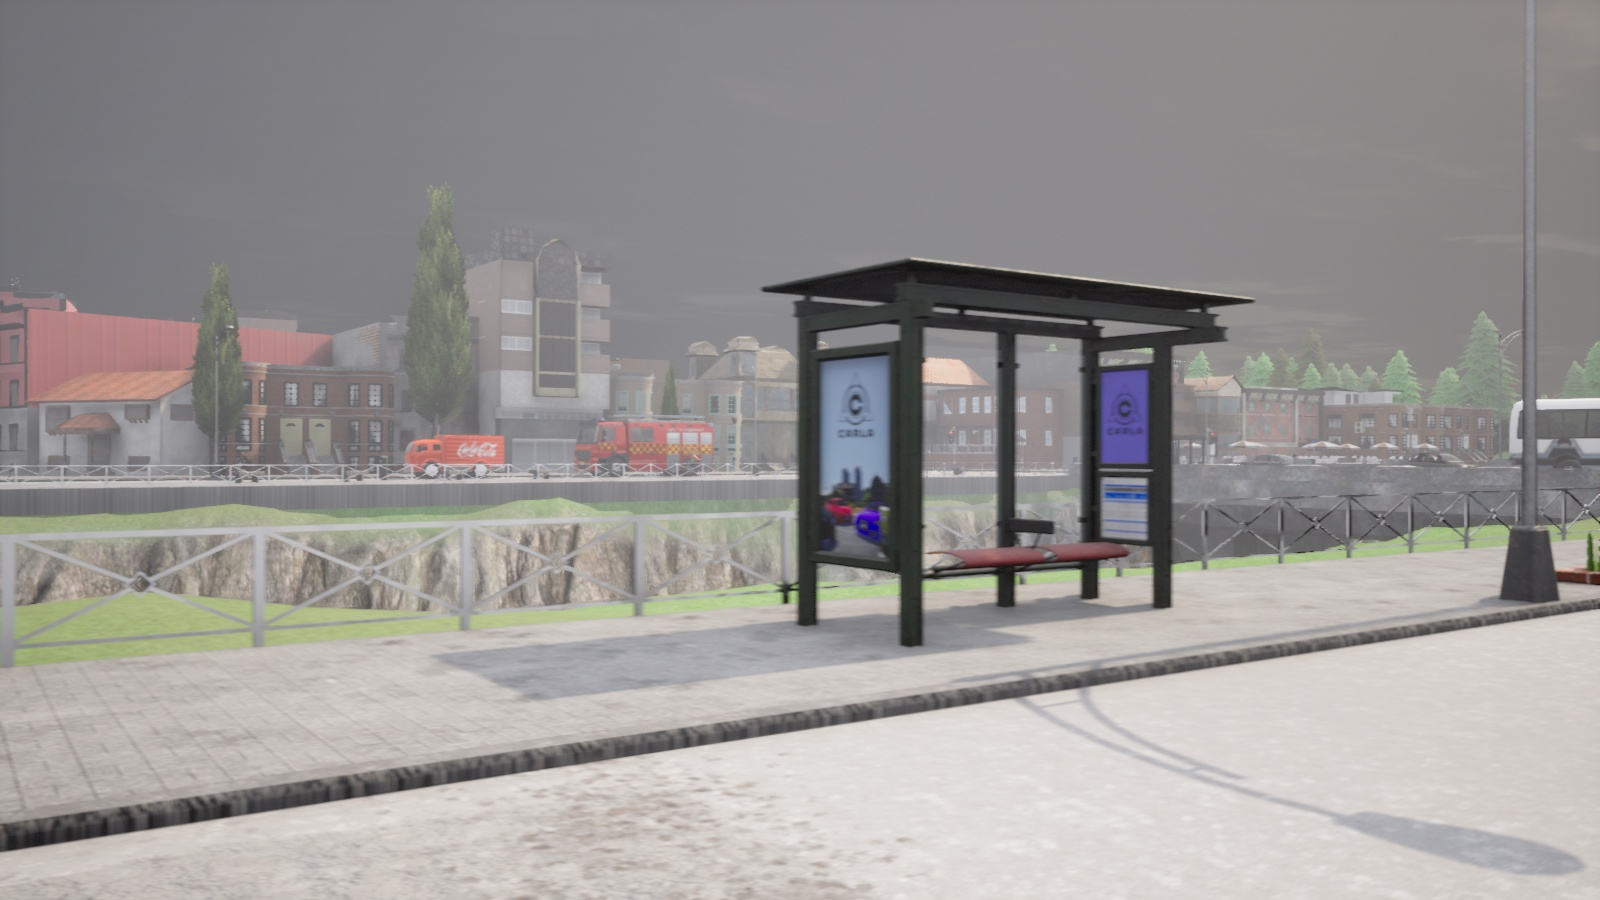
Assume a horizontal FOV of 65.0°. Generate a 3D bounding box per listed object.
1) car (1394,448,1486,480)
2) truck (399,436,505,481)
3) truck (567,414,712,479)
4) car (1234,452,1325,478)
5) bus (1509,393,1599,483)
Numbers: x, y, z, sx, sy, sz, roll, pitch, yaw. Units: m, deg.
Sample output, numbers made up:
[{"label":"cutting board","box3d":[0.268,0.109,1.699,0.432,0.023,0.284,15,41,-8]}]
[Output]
[{"label":"car","box3d":[34.290,0.736,67.388,1.851,1.617,3.988,0,0,-33]},{"label":"truck","box3d":[-19.527,0.474,70.457,5.204,2.467,2.627,0,0,-31]},{"label":"truck","box3d":[-9.840,-0.210,77.499,8.468,3.827,2.891,0,0,-35]},{"label":"car","box3d":[28.678,0.871,75.299,1.837,1.490,4.892,0,1,-36]},{"label":"bus","box3d":[39.855,-0.570,59.458,3.944,4.253,10.273,0,0,-33]}]
